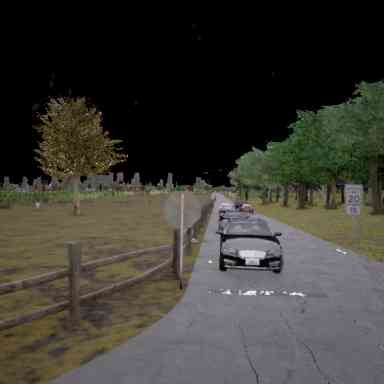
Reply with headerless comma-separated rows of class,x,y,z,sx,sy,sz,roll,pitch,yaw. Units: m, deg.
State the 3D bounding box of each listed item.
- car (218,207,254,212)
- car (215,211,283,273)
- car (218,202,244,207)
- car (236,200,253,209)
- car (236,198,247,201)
car,2.658,1.876,21.012,1.994,1.385,4.181,1,-1,4
car,1.885,1.659,11.447,2.128,1.511,4.902,1,-1,6
car,3.458,2.018,31.567,2.033,1.411,5.357,1,-1,4
car,7.549,2.272,46.606,1.812,1.442,4.674,1,-1,4
car,8.302,2.097,56.386,2.150,2.045,5.566,1,-1,4
